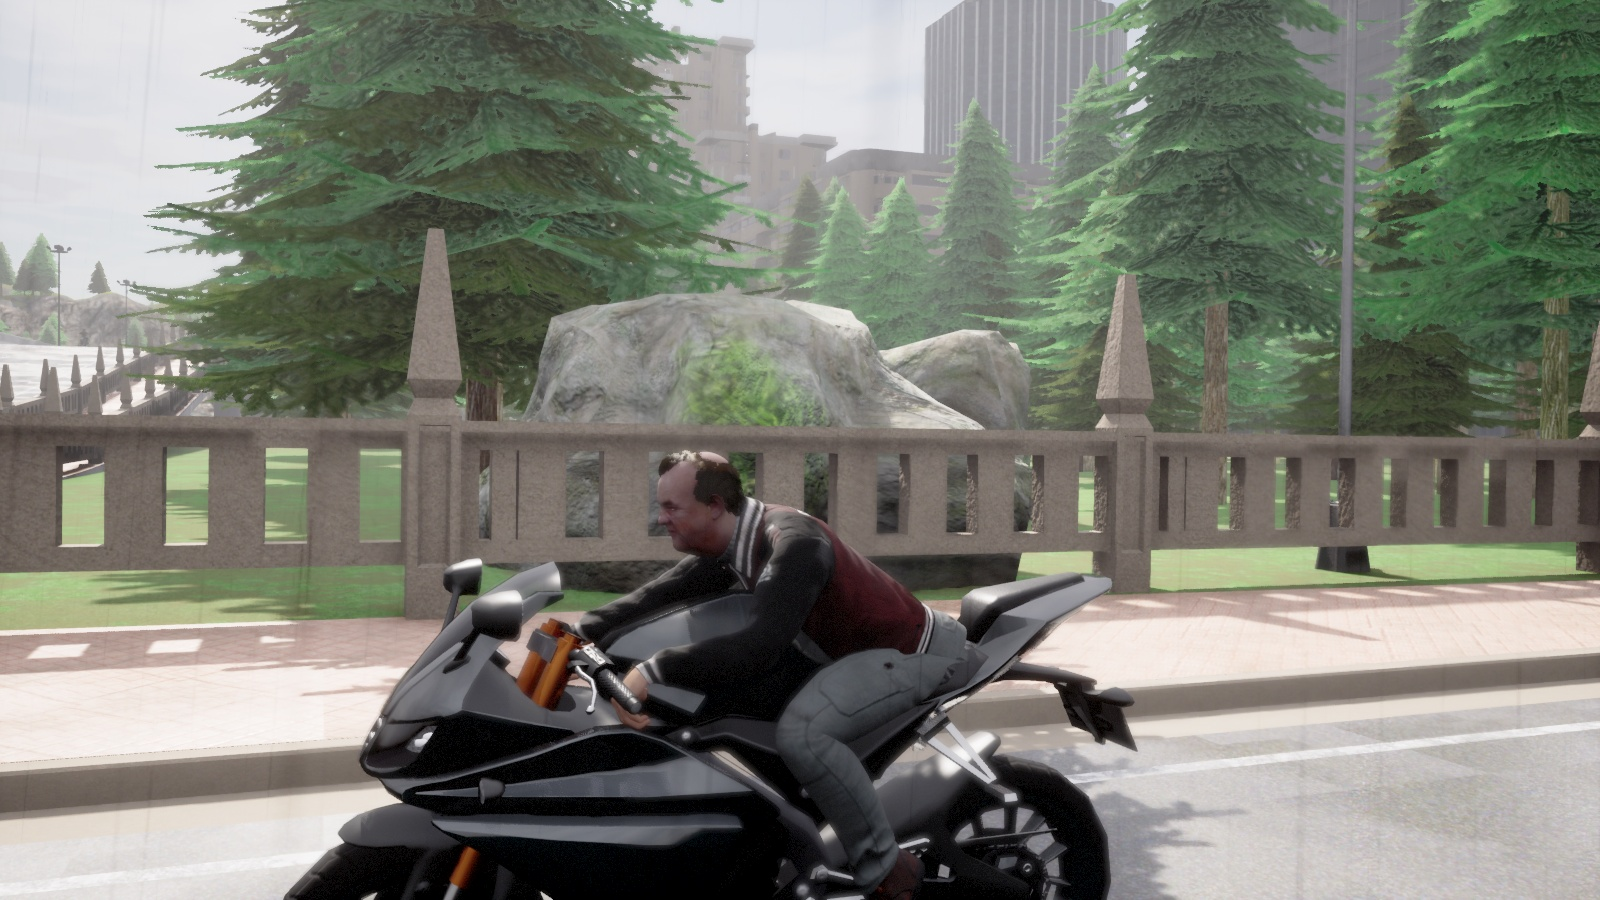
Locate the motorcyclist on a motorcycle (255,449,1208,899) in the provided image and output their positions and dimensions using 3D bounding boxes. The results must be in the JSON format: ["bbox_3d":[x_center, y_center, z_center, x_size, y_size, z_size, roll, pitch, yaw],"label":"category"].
[{"bbox_3d":[-0.153,0.783,3.181,2.191,1.530,0.866,-1,1,-21],"label":"motorcyclist on a motorcycle"}]
